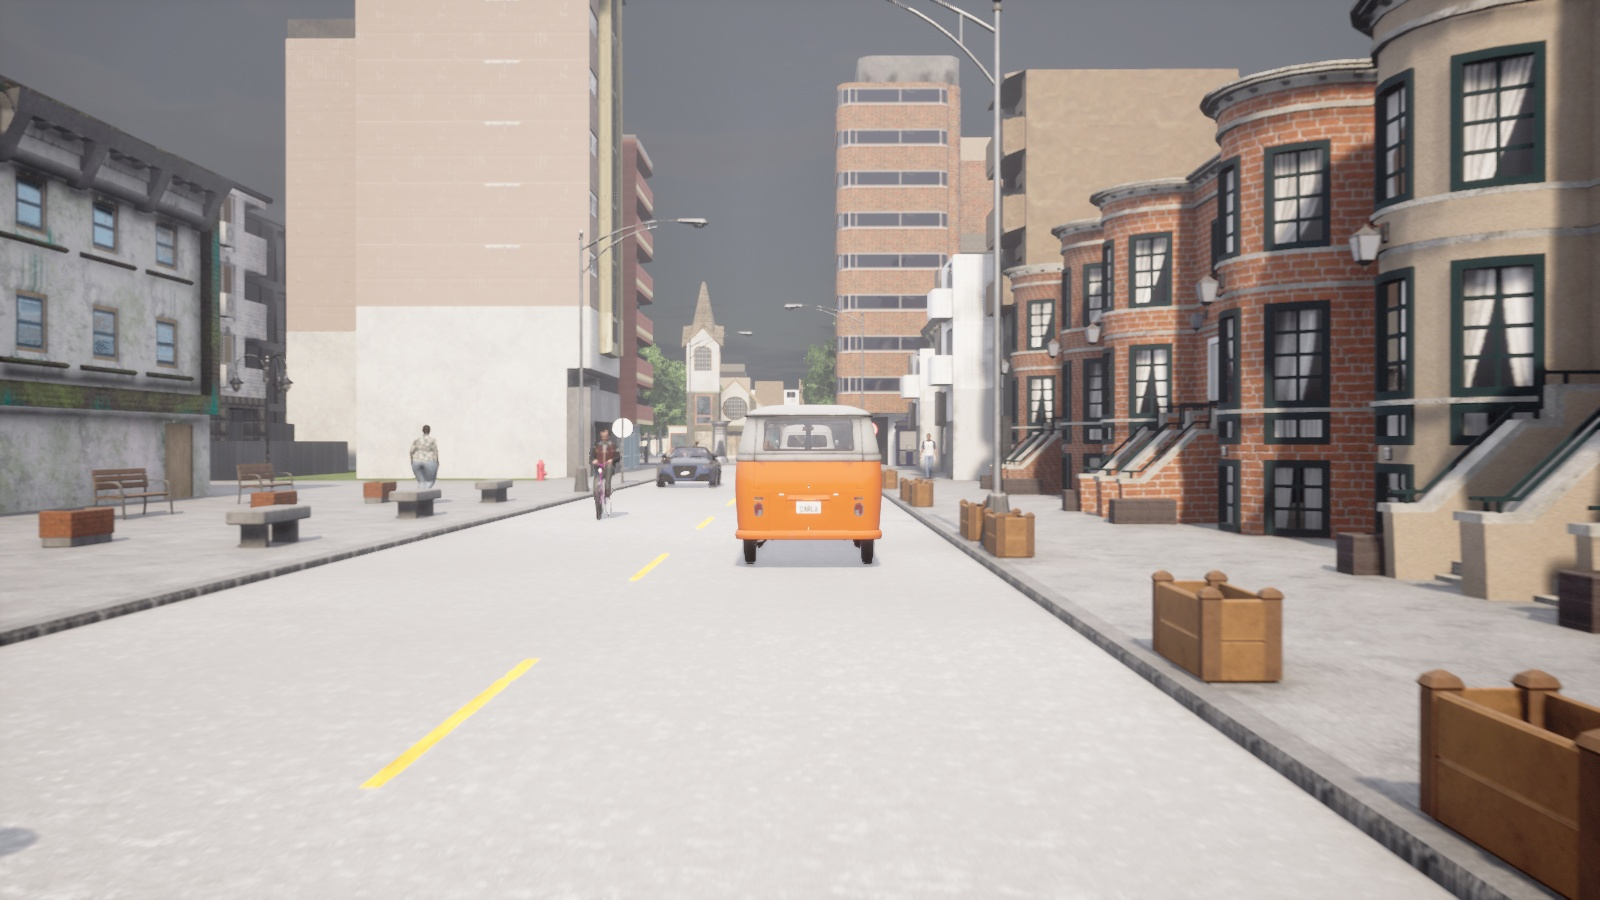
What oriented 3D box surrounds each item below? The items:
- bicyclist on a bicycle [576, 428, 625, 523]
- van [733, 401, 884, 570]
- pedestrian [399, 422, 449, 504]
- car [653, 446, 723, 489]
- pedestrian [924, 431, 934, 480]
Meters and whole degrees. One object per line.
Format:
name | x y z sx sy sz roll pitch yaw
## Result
bicyclist on a bicycle | -3.845 0.477 24.331 0.659 1.776 1.843 0 0 0
van | 0.113 0.404 16.925 1.775 1.987 4.442 0 0 0
pedestrian | -8.559 0.288 28.637 0.874 1.855 0.900 0 0 0
car | -3.765 0.566 42.922 1.994 1.385 4.181 0 0 0
pedestrian | 4.863 0.193 47.299 0.354 1.836 0.706 0 0 9
